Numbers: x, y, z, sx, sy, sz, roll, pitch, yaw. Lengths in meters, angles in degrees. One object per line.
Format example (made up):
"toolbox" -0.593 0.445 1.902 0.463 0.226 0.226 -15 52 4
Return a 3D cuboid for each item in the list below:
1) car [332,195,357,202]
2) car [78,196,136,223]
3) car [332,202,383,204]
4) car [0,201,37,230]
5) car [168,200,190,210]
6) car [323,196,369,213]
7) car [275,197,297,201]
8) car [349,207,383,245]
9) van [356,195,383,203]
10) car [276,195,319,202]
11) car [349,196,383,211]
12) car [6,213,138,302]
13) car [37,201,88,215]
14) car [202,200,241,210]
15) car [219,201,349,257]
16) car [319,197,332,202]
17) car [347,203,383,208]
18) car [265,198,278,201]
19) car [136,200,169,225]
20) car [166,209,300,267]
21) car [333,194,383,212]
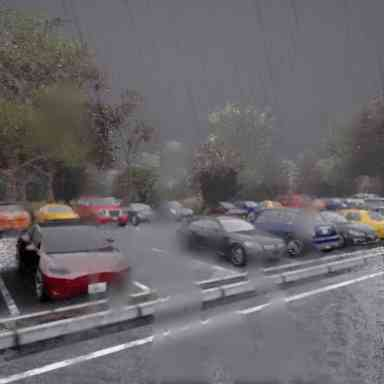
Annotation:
"car" 16.330 1.451 38.664 2.185 1.767 4.553 0 0 -35
"car" -6.302 1.283 22.652 2.435 2.045 5.566 0 0 -35
"car" 10.333 1.557 18.396 2.231 1.521 4.892 0 0 -35
"car" -10.855 1.396 19.440 2.185 1.767 4.553 0 0 -35
"car" -1.783 1.419 25.907 2.185 1.767 4.553 0 0 -35
"car" 18.607 1.455 40.267 2.185 1.767 4.553 0 0 -35
"car" 7.134 1.559 32.376 1.946 1.575 5.366 0 0 -35
"car" 5.775 1.548 15.201 2.231 1.521 4.892 0 0 -35
"van" 12.672 1.334 19.909 1.878 1.987 4.442 0 0 -35
"car" 9.501 1.314 33.851 2.435 2.045 5.566 0 0 -35
"car" 23.299 1.462 43.496 2.185 1.767 4.553 0 0 -35
"car" -3.307 1.553 8.761 2.163 1.488 4.792 0 0 -35
"car" -8.600 1.527 21.073 2.097 1.535 5.008 0 0 -35
"car" 2.805 1.583 29.064 2.163 1.488 4.792 0 0 -35
"car" 3.520 1.416 13.567 2.185 1.767 4.553 0 0 -35
"car" 11.914 1.444 35.477 2.185 1.767 4.553 0 0 -35
"car" 7.947 1.548 16.950 1.946 1.575 5.366 0 0 -35
"car" 5.063 1.558 30.697 2.097 1.535 5.008 0 0 -35
"car" -4.046 1.541 24.283 2.231 1.521 4.892 0 0 -35
"car" 1.225 1.576 11.992 2.002 1.452 4.674 0 0 -35
"car" 20.988 1.333 41.941 2.435 2.045 5.566 0 0 -35
